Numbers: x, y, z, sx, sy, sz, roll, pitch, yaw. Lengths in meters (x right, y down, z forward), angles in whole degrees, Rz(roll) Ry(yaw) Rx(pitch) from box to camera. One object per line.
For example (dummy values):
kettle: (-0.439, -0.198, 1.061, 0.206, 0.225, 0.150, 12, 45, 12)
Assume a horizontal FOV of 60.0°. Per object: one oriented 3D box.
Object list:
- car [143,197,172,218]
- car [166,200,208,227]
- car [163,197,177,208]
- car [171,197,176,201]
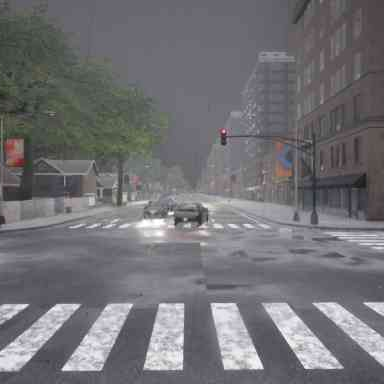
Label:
car: (-3.263, 1.501, 30.175, 2.128, 1.511, 4.902, 0, 0, 0)
car: (0.002, 1.496, 23.066, 2.128, 1.511, 4.902, 0, 0, 10)
car: (-3.200, 1.549, 49.867, 1.812, 1.442, 4.674, 0, 0, 0)
car: (-3.233, 1.368, 39.910, 2.097, 1.767, 4.553, 0, 0, 0)
